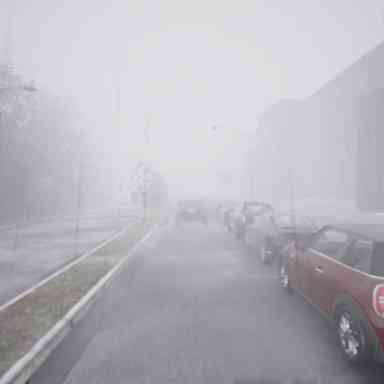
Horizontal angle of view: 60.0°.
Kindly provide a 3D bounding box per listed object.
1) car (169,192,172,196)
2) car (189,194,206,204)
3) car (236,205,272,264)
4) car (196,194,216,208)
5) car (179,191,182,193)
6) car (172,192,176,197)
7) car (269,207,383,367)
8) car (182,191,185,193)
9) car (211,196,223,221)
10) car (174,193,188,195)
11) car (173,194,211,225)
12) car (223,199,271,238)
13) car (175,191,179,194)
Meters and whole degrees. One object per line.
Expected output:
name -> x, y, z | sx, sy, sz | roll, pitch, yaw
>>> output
car -> -3.988, 0.867, 89.070 | 2.231, 1.521, 4.892 | 0, 1, -11
car -> 0.843, 1.163, 56.028 | 2.231, 1.521, 4.892 | 0, 0, -5
car -> 3.051, 1.428, 11.490 | 2.231, 1.521, 4.892 | 0, 0, 0
car -> 1.834, 1.112, 44.926 | 2.185, 1.767, 4.553 | 0, 0, -4
car -> -1.189, 1.030, 72.788 | 1.946, 1.575, 5.366 | 0, 0, -8
car -> -2.962, 0.676, 83.615 | 2.435, 2.045, 5.566 | 0, 1, -10
car -> 3.050, 1.328, 5.918 | 2.185, 1.767, 4.553 | 0, 0, 0
car -> -0.415, 1.080, 67.087 | 2.097, 1.535, 5.008 | 0, 0, -7
car -> 2.759, 1.368, 28.321 | 2.163, 1.488, 4.792 | 0, 0, -2
car -> -0.876, 1.270, 40.616 | 2.128, 1.511, 4.902 | 0, 0, -4
car -> -0.070, 1.236, 22.827 | 2.097, 1.767, 4.553 | 0, 0, -1
car -> 3.051, 1.274, 17.017 | 2.185, 1.767, 4.553 | 1, 0, 0
car -> -2.036, 0.979, 78.288 | 1.946, 1.575, 5.366 | 0, 0, -9
